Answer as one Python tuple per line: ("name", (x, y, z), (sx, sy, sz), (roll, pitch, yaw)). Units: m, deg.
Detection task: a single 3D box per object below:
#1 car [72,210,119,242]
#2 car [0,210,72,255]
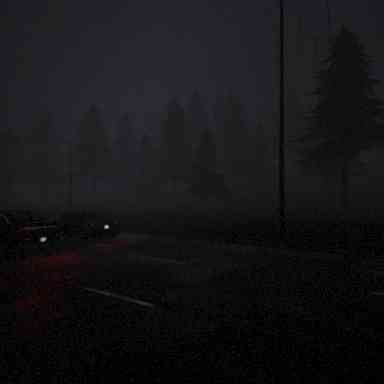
("car", (-5.551, 1.572, 16.483), (4.181, 1.385, 1.994), (0, 0, 36))
("car", (-7.336, 1.499, 13.453), (4.902, 1.511, 2.128), (0, 0, 36))
